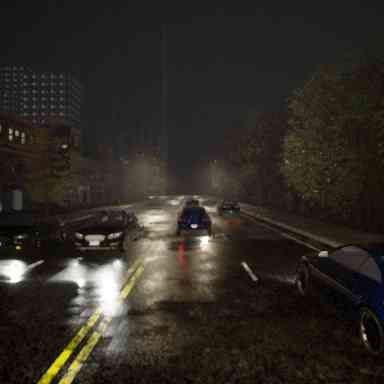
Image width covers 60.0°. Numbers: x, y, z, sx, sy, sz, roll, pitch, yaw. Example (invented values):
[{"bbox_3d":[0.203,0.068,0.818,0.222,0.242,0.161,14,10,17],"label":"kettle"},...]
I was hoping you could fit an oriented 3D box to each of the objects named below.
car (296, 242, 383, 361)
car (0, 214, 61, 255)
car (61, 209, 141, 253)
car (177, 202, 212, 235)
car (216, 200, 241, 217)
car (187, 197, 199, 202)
[{"bbox_3d":[3.353,1.565,5.911,1.994,1.385,4.181,0,0,0],"label":"car"},{"bbox_3d":[-6.590,1.567,13.225,1.994,1.385,4.181,0,0,0],"label":"car"},{"bbox_3d":[-3.340,1.494,13.835,2.128,1.511,4.902,0,0,0],"label":"car"},{"bbox_3d":[0.109,1.529,18.836,1.812,1.442,4.674,0,0,0],"label":"car"},{"bbox_3d":[3.364,1.494,31.095,2.128,1.511,4.902,0,0,0],"label":"car"},{"bbox_3d":[0.122,1.491,49.764,2.128,1.511,4.902,0,0,0],"label":"car"}]
